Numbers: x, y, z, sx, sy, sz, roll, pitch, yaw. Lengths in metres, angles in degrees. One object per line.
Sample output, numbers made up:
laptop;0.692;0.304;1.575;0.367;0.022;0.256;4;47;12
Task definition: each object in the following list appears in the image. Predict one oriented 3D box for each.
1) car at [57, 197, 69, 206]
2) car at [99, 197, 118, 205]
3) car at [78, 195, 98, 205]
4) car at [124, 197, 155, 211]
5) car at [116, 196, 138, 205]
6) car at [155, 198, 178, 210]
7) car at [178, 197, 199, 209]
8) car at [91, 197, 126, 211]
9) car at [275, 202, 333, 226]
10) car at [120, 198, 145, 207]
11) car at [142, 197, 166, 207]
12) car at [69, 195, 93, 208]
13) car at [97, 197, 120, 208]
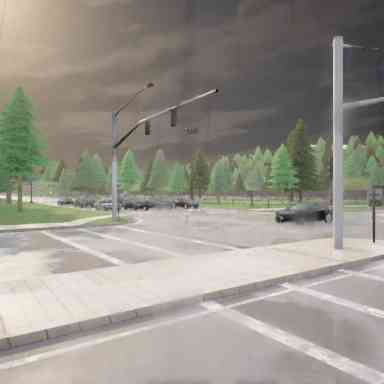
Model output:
car;-21.447;1.564;56.376;1.994;1.385;4.181;0;0;-35
car;-14.902;1.564;59.237;1.994;1.385;4.181;0;0;-35
car;-18.084;1.352;57.671;2.097;1.767;4.553;0;0;-35
car;-7.159;1.547;42.050;2.033;1.411;5.357;0;0;-35
car;-12.047;1.547;61.274;2.033;1.411;5.357;0;0;-34
car;-4.171;1.564;43.887;1.994;1.385;4.181;0;0;-35
car;-0.958;1.505;45.402;1.837;1.490;4.892;0;0;-35
car;-10.203;1.601;40.296;1.895;1.301;4.718;0;0;-35
car;8.027;1.477;23.589;5.008;1.535;1.882;0;0;-35
car;-9.193;1.601;51.051;1.895;1.301;4.718;0;0;-35
car;-6.048;1.564;52.676;1.994;1.385;4.181;0;0;-35
car;-15.744;1.547;48.199;2.033;1.411;5.357;0;0;-35
car;-12.520;1.526;49.702;1.812;1.442;4.674;0;0;-35
